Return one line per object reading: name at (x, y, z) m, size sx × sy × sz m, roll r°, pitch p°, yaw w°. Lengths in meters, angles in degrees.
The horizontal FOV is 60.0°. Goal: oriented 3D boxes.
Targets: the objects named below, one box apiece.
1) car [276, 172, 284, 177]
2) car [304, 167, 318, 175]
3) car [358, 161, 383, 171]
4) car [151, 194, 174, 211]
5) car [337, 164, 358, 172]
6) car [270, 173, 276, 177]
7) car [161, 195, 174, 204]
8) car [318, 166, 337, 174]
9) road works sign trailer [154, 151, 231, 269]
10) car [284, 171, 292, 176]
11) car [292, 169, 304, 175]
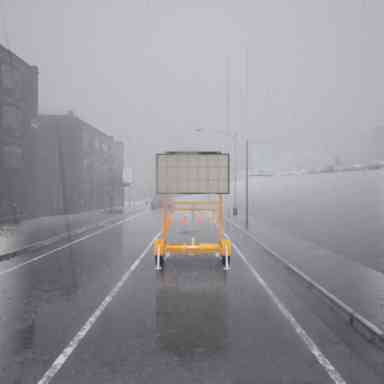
car at (21.828, -3.978, 77.246) m, size 2.231 × 1.521 × 4.892 m, roll 0°, pitch 1°, yaw -1°
car at (22.889, -3.803, 60.662) m, size 2.185 × 1.767 × 4.553 m, roll 0°, pitch 1°, yaw -5°
car at (25.024, -3.369, 44.137) m, size 2.231 × 1.521 × 4.892 m, roll 0°, pitch 1°, yaw -9°
car at (-3.618, 1.206, 40.045) m, size 2.150 × 2.045 × 5.566 m, roll 0°, pitch 0°, yaw 0°
car at (24.216, -3.431, 49.498) m, size 2.002 × 1.452 × 4.674 m, roll 0°, pitch 1°, yaw -7°
car at (21.698, -4.057, 82.763) m, size 2.231 × 1.521 × 4.892 m, roll 0°, pitch 1°, yaw -1°
car at (-5.124, 1.618, 69.315) m, size 2.097 × 1.767 × 4.553 m, roll 0°, pitch -1°, yaw -12°
car at (23.512, -3.542, 54.971) m, size 2.163 × 1.488 × 4.792 m, roll 0°, pitch 1°, yaw -6°
road works sign trailer at (0.034, 0.460, 11.070) m, size 2.380 × 3.560 × 2.880 m, roll 0°, pitch 0°, yaw 1°
car at (22.064, -3.841, 71.704) m, size 2.002 × 1.452 × 4.674 m, roll 0°, pitch 1°, yaw -3°
car at (22.419, -3.779, 66.167) m, size 2.097 × 1.535 × 5.008 m, roll 0°, pitch 1°, yaw -4°
